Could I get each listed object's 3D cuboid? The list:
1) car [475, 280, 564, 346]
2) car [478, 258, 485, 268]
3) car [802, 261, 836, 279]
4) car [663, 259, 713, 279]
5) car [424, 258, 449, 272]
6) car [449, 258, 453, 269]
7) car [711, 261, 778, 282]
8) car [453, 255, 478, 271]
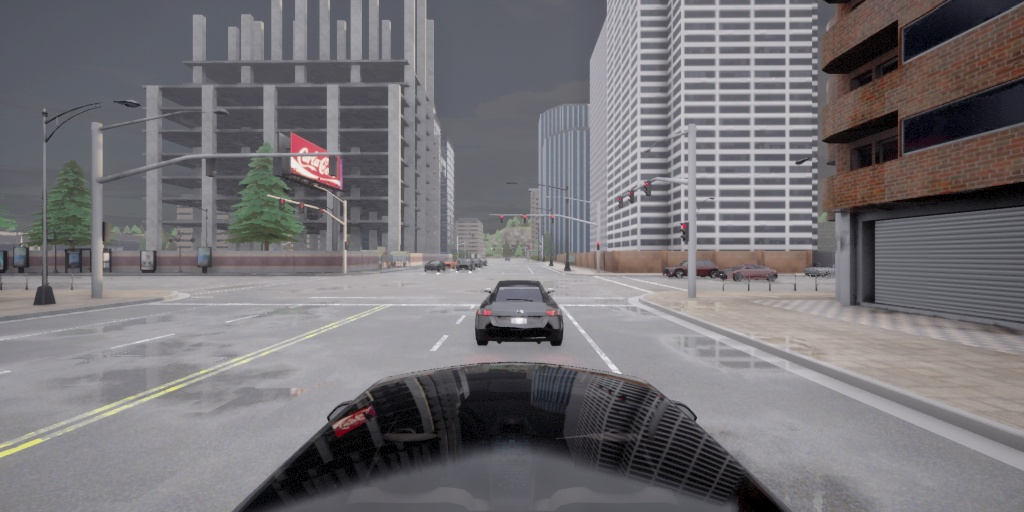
[{"bbox_3d":[0.193,1.314,9.444,1.994,1.385,4.181,0,0,1],"label":"car"},{"bbox_3d":[-6.067,1.102,59.022,2.097,1.767,4.553,0,0,1],"label":"car"},{"bbox_3d":[29.015,1.350,32.165,4.718,1.301,1.895,0,0,1],"label":"car"},{"bbox_3d":[16.083,1.102,32.345,4.553,1.767,2.097,0,0,1],"label":"car"},{"bbox_3d":[-9.819,1.227,45.985,1.882,1.535,5.008,0,0,1],"label":"car"},{"bbox_3d":[-9.650,1.102,55.016,2.097,1.767,4.553,0,0,1],"label":"car"},{"bbox_3d":[18.807,1.314,28.809,4.181,1.385,1.994,0,0,1],"label":"car"},{"bbox_3d":[-6.262,1.102,48.838,2.097,1.767,4.553,0,0,1],"label":"car"}]
